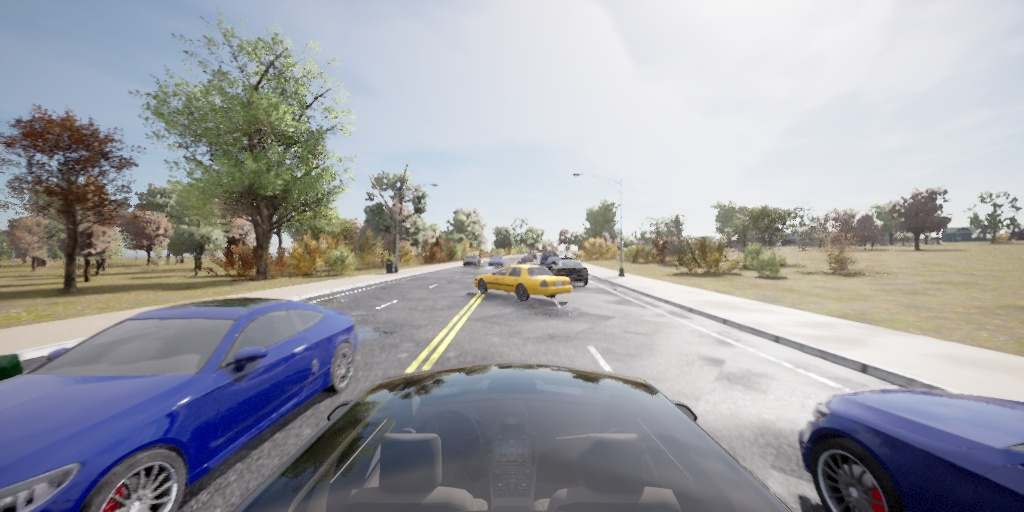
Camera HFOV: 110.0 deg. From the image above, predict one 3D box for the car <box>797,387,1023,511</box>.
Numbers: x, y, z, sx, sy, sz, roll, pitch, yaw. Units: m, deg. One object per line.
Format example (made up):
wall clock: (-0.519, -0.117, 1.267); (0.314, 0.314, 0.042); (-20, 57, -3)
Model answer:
car: (3.244, 1.287, 0.948); (1.812, 1.442, 4.674); (0, 1, 0)

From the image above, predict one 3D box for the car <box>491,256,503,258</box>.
car: (-1.890, 0.682, 45.399); (1.812, 1.442, 4.674); (0, 1, 4)

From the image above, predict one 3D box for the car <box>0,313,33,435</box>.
car: (-6.586, 1.345, 1.852); (1.895, 1.301, 4.718); (0, 1, 0)

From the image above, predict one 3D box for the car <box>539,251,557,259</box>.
car: (4.639, 0.384, 44.645); (2.150, 2.045, 5.566); (0, 1, 4)

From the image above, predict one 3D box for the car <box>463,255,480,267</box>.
car: (-5.083, 0.653, 46.214); (1.837, 1.490, 4.892); (0, 0, 4)

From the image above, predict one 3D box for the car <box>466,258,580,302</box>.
car: (0.256, 1.025, 15.958); (1.801, 1.575, 5.366); (0, 1, -38)

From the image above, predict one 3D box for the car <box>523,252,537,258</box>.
car: (2.830, 0.444, 63.224); (1.994, 1.385, 4.181); (0, 1, 6)

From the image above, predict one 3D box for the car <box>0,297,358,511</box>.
car: (-3.324, 1.246, 3.895); (1.812, 1.442, 4.674); (0, 1, 0)

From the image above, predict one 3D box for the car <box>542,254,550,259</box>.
car: (4.035, 0.829, 33.710); (1.837, 1.490, 4.892); (0, 1, 3)

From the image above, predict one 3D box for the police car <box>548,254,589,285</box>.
police car: (3.606, 0.901, 22.904); (1.930, 1.638, 5.238); (0, 1, 2)
